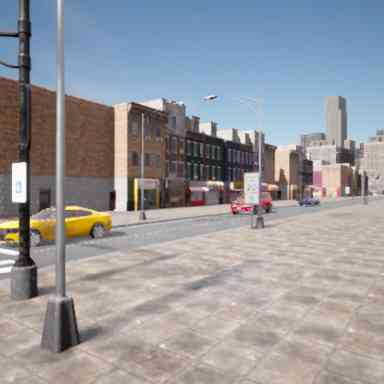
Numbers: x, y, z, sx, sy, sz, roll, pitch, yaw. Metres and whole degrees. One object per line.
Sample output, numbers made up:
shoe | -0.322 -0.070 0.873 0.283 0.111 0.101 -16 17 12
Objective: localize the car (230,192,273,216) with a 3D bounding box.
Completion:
car | 5.636 1.035 30.911 2.150 2.045 5.566 0 0 36

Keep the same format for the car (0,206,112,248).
car | -5.966 1.410 14.926 1.882 1.535 5.008 0 1 39

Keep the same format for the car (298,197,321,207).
car | 16.025 1.400 45.329 1.895 1.301 4.718 0 0 35
